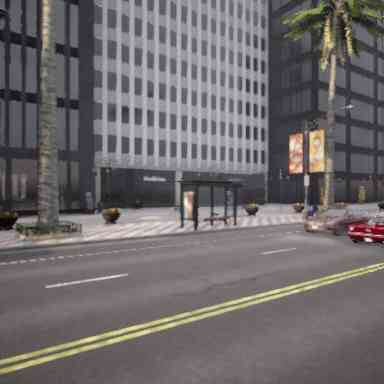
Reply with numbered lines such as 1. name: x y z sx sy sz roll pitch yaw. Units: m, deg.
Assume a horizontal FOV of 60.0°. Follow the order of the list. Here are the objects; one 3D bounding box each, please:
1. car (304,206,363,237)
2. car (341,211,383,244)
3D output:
1. car: 8.196 1.535 18.344 4.674 1.442 1.812 0 0 -34
2. car: 8.855 1.609 14.574 4.718 1.301 1.895 0 0 -35
